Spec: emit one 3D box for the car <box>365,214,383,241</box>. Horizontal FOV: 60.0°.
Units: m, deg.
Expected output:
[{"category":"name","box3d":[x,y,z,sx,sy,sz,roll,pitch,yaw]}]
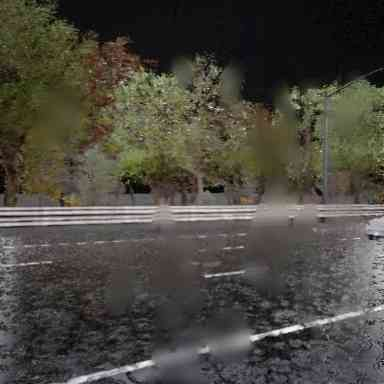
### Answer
[{"category":"car","box3d":[10.236,1.646,15.820,4.674,1.442,1.812,1,0,-27]}]
